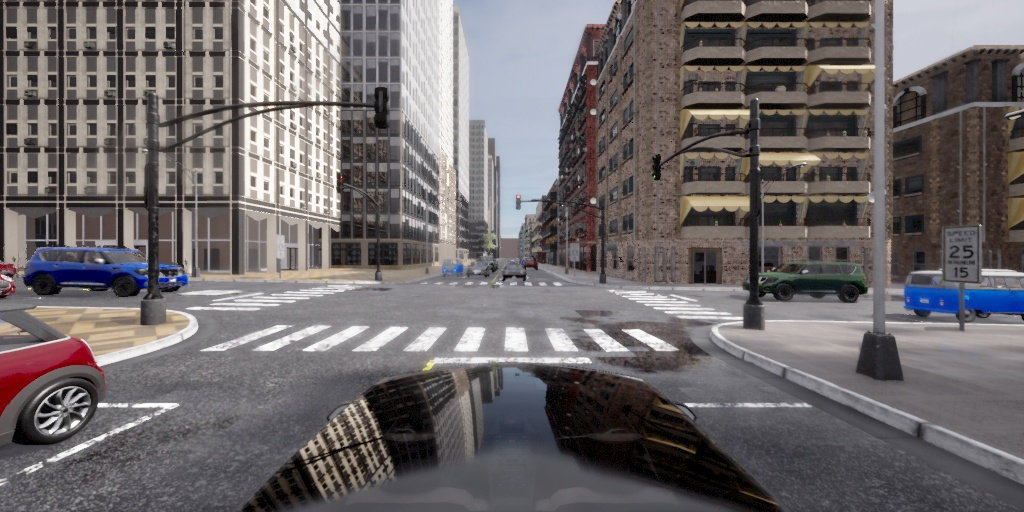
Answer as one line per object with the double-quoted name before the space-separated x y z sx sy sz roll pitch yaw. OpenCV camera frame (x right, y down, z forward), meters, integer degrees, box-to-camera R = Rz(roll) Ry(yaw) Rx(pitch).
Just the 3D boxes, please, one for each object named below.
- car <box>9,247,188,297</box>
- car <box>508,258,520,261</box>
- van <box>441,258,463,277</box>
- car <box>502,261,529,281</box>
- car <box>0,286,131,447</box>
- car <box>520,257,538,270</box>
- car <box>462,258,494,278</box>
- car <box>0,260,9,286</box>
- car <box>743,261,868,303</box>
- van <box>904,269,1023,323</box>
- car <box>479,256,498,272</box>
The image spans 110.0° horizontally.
"car" -17.620 0.663 15.704 5.566 2.045 2.150 1 0 0
"car" 0.051 1.370 64.505 1.895 1.301 4.718 0 0 0
"van" -5.715 1.095 34.823 1.690 1.789 3.998 0 0 0
"car" 0.172 1.353 30.204 1.895 1.301 4.718 0 0 0
"car" -5.691 1.190 2.349 1.967 1.591 4.097 0 0 0
"car" 2.652 1.077 51.483 2.192 1.841 5.009 0 0 0
"car" -3.126 1.246 33.957 2.128 1.511 4.902 0 0 0
"car" -21.156 0.817 13.104 4.097 1.591 1.967 0 0 0
"car" 15.446 1.296 19.003 5.566 2.045 2.150 1 0 0
"van" 16.904 1.452 13.083 3.998 1.789 1.690 0 0 0
"car" -3.131 0.980 43.850 2.150 2.045 5.566 0 0 0
